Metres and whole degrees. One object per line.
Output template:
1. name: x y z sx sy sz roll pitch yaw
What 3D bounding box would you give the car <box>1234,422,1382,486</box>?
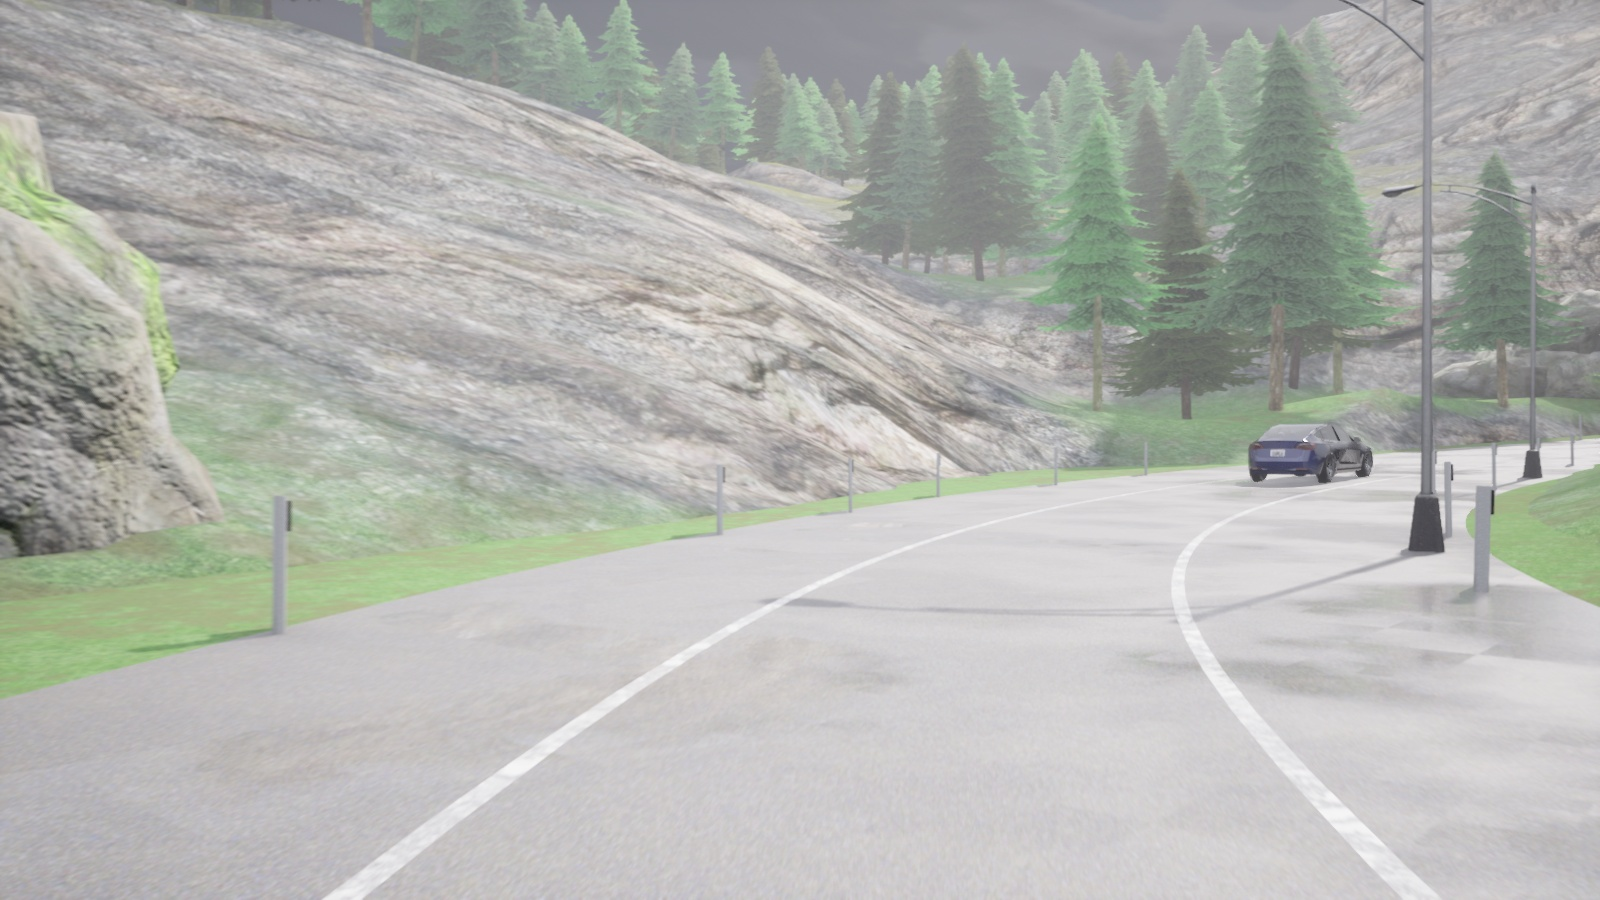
1. car: 13.397 0.051 32.945 2.163 1.488 4.792 0 2 41
